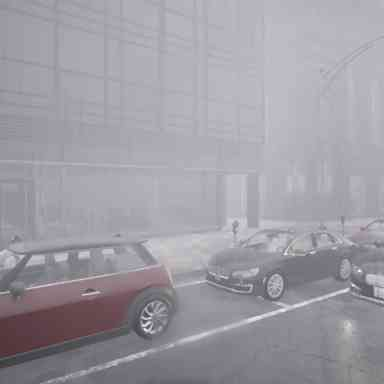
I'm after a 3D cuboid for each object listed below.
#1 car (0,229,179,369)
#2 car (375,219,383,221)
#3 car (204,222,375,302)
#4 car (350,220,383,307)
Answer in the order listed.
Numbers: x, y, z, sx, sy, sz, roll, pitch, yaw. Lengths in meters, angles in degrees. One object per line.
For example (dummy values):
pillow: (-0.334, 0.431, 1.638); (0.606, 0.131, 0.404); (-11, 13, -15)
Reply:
car: (-2.298, 1.440, 4.901); (4.097, 1.590, 1.967); (0, 0, -35)
car: (6.913, 1.580, 11.441); (4.206, 1.307, 1.802); (0, 0, -35)
car: (2.308, 1.550, 8.171); (4.403, 1.369, 2.008); (0, 0, -35)
car: (5.326, 1.490, 7.159); (4.902, 1.511, 2.128); (0, 0, -35)
